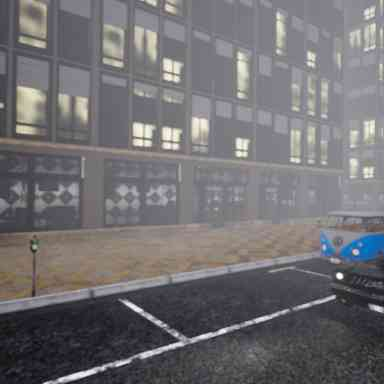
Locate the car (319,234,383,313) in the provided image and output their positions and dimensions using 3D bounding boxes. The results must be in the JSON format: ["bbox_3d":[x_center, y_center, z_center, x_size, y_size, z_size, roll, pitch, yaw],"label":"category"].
[{"bbox_3d":[4.939,1.684,6.915,4.718,1.301,1.895,1,0,-35],"label":"car"}]

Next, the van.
[{"bbox_3d":[5.786,1.455,10.698,3.998,1.788,1.690,1,0,-36],"label":"van"}]
